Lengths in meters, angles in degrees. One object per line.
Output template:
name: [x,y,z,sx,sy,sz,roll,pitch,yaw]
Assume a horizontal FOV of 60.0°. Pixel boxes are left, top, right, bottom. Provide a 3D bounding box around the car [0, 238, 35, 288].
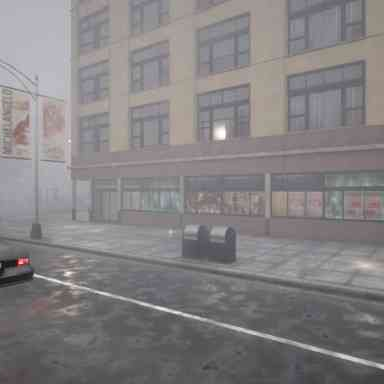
car: [-6.030,1.547,8.165,5.357,1.411,2.033,0,0,35]
